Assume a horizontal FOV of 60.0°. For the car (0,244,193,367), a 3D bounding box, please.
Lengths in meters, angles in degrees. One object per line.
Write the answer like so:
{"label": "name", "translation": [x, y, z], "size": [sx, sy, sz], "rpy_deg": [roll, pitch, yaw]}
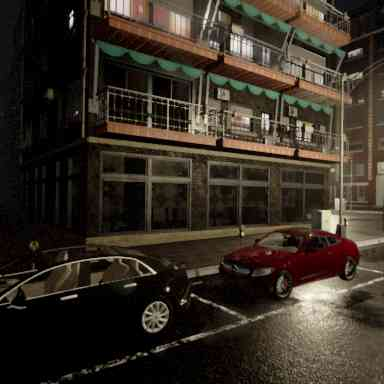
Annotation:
{"label": "car", "translation": [-2.040, 1.551, 5.047], "size": [4.403, 1.369, 2.008], "rpy_deg": [0, 1, -36]}

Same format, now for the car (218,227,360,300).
{"label": "car", "translation": [2.584, 1.584, 8.354], "size": [4.206, 1.307, 1.802], "rpy_deg": [0, 1, -36]}
